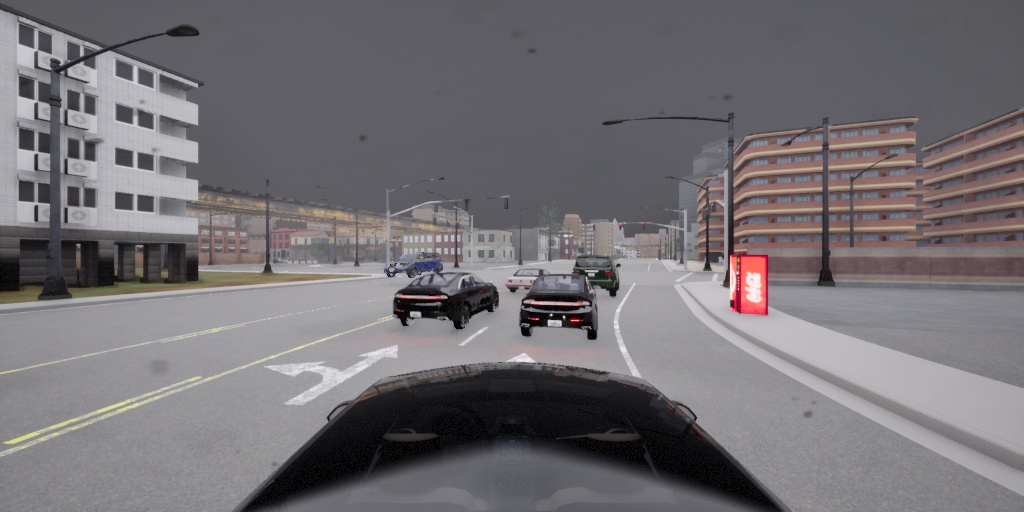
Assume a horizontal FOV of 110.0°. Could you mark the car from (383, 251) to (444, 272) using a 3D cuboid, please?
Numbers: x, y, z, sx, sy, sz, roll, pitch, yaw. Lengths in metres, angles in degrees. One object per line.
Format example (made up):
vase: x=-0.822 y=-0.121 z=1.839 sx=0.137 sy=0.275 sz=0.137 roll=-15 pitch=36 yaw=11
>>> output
car: x=-7.377 y=0.590 z=27.604 sx=2.150 sy=2.045 sz=5.566 roll=0 pitch=0 yaw=21

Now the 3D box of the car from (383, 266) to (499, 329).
car: x=-1.820 y=1.242 z=11.313 sx=2.128 sy=1.511 sz=4.902 roll=0 pitch=0 yaw=14

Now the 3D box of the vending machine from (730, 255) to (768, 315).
vending machine: x=7.829 y=0.945 z=11.862 sx=1.100 sy=2.100 sz=0.880 roll=0 pitch=0 yaw=20

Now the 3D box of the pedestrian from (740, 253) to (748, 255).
pedestrian: x=8.062 y=0.795 z=12.481 sx=0.375 sy=1.860 sz=0.375 roll=0 pitch=0 yaw=21

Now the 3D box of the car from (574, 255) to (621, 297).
car: x=4.584 y=0.971 z=19.357 sx=2.150 sy=2.045 sz=5.566 roll=0 pitch=0 yaw=19

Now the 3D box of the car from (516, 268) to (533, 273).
car: x=1.307 y=1.351 z=20.538 sx=1.895 sy=1.301 sz=4.718 roll=0 pitch=0 yaw=21

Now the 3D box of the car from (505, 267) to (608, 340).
car: x=1.450 y=1.242 z=10.119 sx=2.128 sy=1.511 sz=4.902 roll=0 pitch=0 yaw=13
